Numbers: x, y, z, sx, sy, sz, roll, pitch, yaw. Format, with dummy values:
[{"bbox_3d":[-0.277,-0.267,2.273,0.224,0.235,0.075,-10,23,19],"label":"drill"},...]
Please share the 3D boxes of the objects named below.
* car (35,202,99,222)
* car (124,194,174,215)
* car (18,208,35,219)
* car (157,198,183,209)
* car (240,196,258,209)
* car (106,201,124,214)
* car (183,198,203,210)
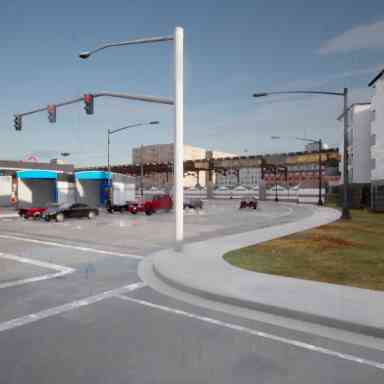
[{"bbox_3d":[-9.592,1.526,26.479,1.812,1.442,4.674,0,0,36],"label":"car"},{"bbox_3d":[-4.130,1.221,34.417,2.150,2.045,5.566,0,0,30],"label":"car"},{"bbox_3d":[-12.295,1.601,28.661,1.895,1.301,4.718,0,0,37],"label":"car"},{"bbox_3d":[-2.956,1.547,46.029,2.033,1.411,5.357,0,0,15],"label":"car"},{"bbox_3d":[7.782,1.352,45.265,2.097,1.767,4.553,0,0,14],"label":"car"},{"bbox_3d":[-7.111,1.601,36.221,1.895,1.301,4.718,0,0,30],"label":"car"},{"bbox_3d":[0.119,1.547,44.101,2.033,1.411,5.357,0,0,16],"label":"car"}]
